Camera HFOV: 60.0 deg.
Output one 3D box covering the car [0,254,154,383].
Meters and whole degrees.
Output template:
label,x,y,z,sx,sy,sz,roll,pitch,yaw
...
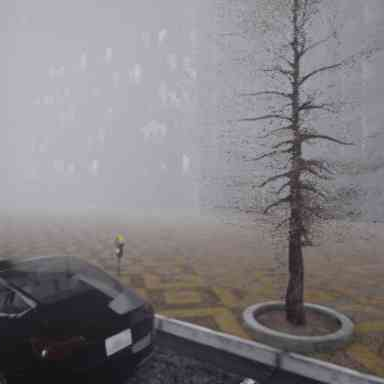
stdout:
label,x,y,z,sx,sy,sz,roll,pitch,yaw
car,-2.438,1.562,4.606,4.313,1.339,1.947,0,1,36
